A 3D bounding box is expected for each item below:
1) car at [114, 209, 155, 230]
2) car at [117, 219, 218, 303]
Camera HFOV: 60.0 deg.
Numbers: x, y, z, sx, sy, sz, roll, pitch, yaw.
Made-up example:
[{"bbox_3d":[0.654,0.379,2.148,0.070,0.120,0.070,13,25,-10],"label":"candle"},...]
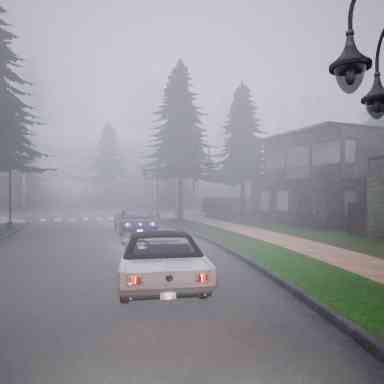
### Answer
[{"bbox_3d":[-3.203,1.601,18.288,1.895,1.301,4.718,0,0,-18],"label":"car"},{"bbox_3d":[-0.809,1.601,8.239,1.895,1.301,4.718,0,0,-10],"label":"car"}]
